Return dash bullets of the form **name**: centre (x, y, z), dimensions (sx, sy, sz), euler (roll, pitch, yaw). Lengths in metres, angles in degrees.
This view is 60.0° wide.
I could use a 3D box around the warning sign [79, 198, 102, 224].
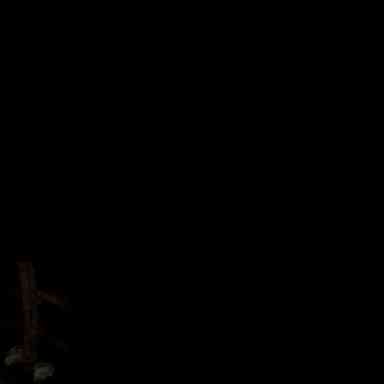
- **warning sign**: centre (-7.468, 1.359, 24.420), dimensions (1.300, 1.860, 1.060), euler (0, 0, 35)
